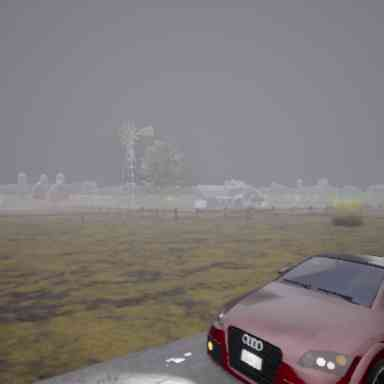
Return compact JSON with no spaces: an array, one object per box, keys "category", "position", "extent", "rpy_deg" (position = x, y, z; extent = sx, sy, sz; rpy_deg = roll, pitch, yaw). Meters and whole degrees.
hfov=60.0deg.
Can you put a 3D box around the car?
[{"category":"car","position":[2.250,1.606,4.676],"extent":[4.181,1.385,1.994],"rpy_deg":[1,0,-35]}]
